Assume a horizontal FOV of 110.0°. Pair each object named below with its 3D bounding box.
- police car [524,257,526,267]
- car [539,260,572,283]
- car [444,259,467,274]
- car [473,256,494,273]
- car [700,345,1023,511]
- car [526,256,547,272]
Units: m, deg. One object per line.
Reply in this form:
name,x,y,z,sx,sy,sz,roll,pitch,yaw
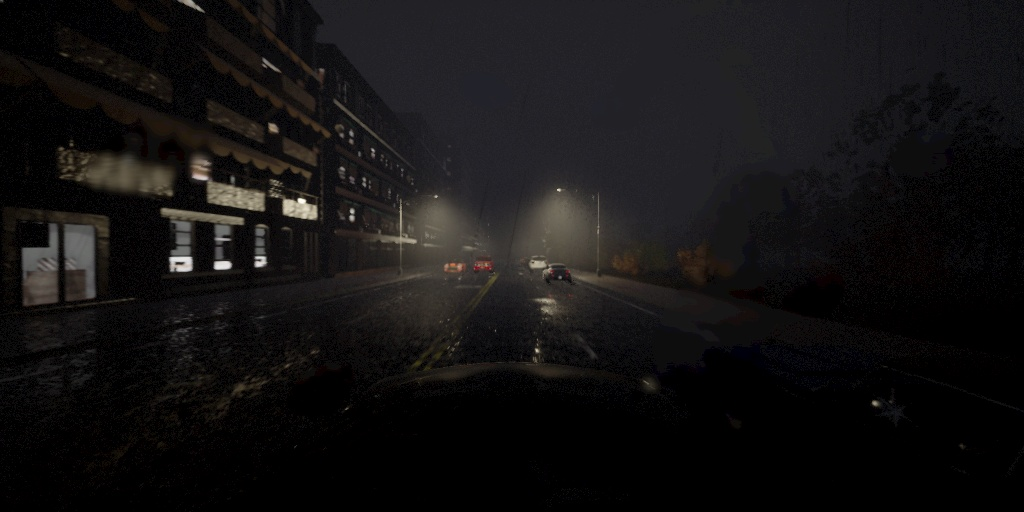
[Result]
police car,3.269,1.176,56.055,1.930,1.638,5.238,0,0,0
car,3.357,1.276,27.338,1.812,1.442,4.674,0,0,0
car,-6.548,1.102,41.685,2.097,1.767,4.553,0,0,0
car,-3.300,0.972,42.930,2.150,2.045,5.566,0,0,0
car,3.350,1.351,2.475,1.895,1.301,4.718,0,0,0
car,3.265,0.972,44.975,2.150,2.045,5.566,0,0,0
